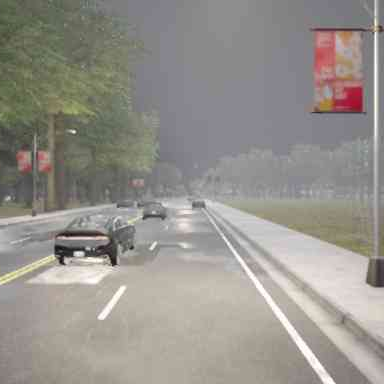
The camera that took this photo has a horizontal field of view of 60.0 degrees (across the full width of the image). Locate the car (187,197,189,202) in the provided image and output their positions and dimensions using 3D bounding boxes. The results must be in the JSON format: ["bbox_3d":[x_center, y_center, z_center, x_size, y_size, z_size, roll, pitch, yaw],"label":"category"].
[{"bbox_3d":[-0.049,1.660,80.118,1.882,1.535,5.008,0,0,0],"label":"car"}]

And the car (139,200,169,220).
[{"bbox_3d":[-3.169,1.657,29.495,1.994,1.385,4.181,0,0,0],"label":"car"}]

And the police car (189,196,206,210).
[{"bbox_3d":[0.946,1.587,46.871,1.930,1.638,5.238,0,0,0],"label":"police car"}]

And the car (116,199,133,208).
[{"bbox_3d":[-9.853,1.721,49.572,2.033,1.411,5.357,0,0,0],"label":"car"}]

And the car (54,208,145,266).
[{"bbox_3d":[-3.157,1.526,11.722,2.128,1.511,4.902,0,0,0],"label":"car"}]

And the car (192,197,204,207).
[{"bbox_3d":[0.940,1.681,56.761,1.882,1.535,5.008,0,0,0],"label":"car"}]

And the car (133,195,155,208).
[{"bbox_3d":[-6.608,1.390,48.318,2.150,2.045,5.566,0,0,0],"label":"car"}]
